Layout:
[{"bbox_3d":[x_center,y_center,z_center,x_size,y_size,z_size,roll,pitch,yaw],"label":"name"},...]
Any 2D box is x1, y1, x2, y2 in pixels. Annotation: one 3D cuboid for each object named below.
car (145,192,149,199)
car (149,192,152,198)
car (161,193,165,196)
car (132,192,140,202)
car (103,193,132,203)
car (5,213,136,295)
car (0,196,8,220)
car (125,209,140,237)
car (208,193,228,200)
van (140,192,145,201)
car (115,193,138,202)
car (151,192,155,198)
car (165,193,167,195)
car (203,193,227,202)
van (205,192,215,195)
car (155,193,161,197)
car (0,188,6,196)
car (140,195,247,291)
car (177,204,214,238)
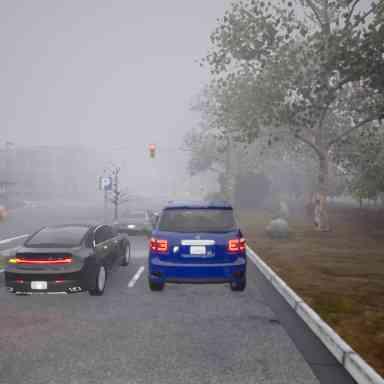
[{"bbox_3d":[-12.894,1.321,74.893,4.892,1.521,2.231,-1,0,-13],"label":"car"},{"bbox_3d":[-12.516,1.359,77.887,4.674,1.452,2.002,-1,0,-13],"label":"car"},{"bbox_3d":[-10.860,1.065,89.875,5.566,2.045,2.435,-1,0,-12],"label":"car"},{"bbox_3d":[-13.695,1.315,65.931,5.366,1.575,1.946,-1,0,-15],"label":"car"},{"bbox_3d":[-14.344,1.358,62.940,4.792,1.488,2.163,-1,0,-15],"label":"car"},{"bbox_3d":[-2.877,1.515,8.702,1.837,1.490,4.892,0,0,0],"label":"car"},{"bbox_3d":[-16.587,1.403,25.137,4.553,1.767,2.185,-1,0,-19],"label":"car"},{"bbox_3d":[-2.816,1.589,17.588,1.994,1.385,4.181,0,0,1],"label":"car"},{"bbox_3d":[6.590,1.129,83.170,4.553,1.767,2.185,1,0,-12],"label":"car"},{"bbox_3d":[-13.126,1.093,71.922,4.442,1.987,1.878,-1,0,-14],"label":"van"},{"bbox_3d":[-13.597,1.196,68.883,4.553,1.767,2.185,-1,0,-14],"label":"car"},{"bbox_3d":[-12.140,1.359,80.888,4.674,1.452,2.002,-1,0,-13],"label":"car"},{"bbox_3d":[-10.433,1.316,92.853,5.008,1.535,2.097,-1,0,-11],"label":"car"},{"bbox_3d":[4.776,1.141,68.474,4.553,1.767,2.185,1,0,-14],"label":"car"},{"bbox_3d":[4.387,1.043,65.505,4.442,1.987,1.878,1,0,-14],"label":"van"},{"bbox_3d":[-11.315,1.357,86.869,4.674,1.452,2.002,-1,0,-12],"label":"car"},{"bbox_3d":[-31.079,0.137,53.834,2.002,1.452,4.674,6,-3,-19],"label":"car"},{"bbox_3d":[0.126,1.232,9.187,2.150,2.045,5.566,0,0,0],"label":"car"},{"bbox_3d":[0.202,1.531,19.046,1.837,1.490,4.892,0,0,0],"label":"car"}]
